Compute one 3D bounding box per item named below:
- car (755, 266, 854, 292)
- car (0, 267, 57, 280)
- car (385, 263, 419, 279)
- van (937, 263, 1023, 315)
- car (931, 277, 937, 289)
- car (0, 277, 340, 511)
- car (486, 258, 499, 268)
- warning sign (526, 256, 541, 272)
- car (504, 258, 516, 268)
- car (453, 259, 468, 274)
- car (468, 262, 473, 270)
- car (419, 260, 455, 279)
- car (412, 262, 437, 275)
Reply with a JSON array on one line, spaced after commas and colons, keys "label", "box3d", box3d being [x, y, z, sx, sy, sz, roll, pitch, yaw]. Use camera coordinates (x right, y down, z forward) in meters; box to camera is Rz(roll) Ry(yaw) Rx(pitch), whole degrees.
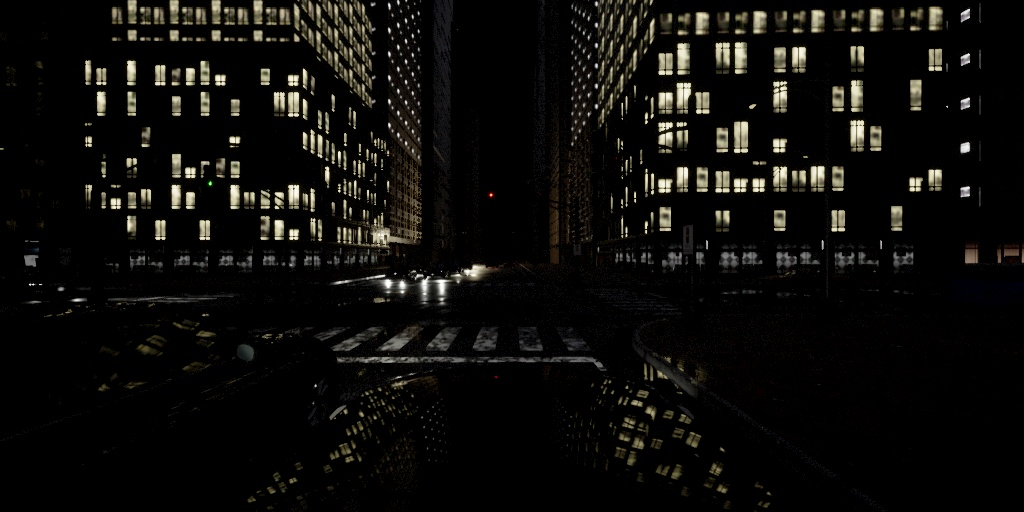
[{"label": "car", "box3d": [16.966, 1.293, 20.949, 4.829, 1.417, 1.751, 0, 0, 2]}, {"label": "car", "box3d": [-23.088, 1.250, 16.399, 4.902, 1.511, 2.128, 0, 0, 0]}, {"label": "car", "box3d": [-10.049, 1.343, 32.807, 1.994, 1.385, 4.181, 0, 0, 0]}, {"label": "van", "box3d": [18.289, 1.119, 12.786, 3.998, 1.789, 1.690, 0, 0, 2]}, {"label": "car", "box3d": [26.803, 1.357, 20.528, 4.207, 1.307, 1.802, 0, 0, 2]}, {"label": "car", "box3d": [-3.155, 1.102, 2.569, 2.097, 1.767, 4.553, 0, 0, 0]}, {"label": "car", "box3d": [-3.541, 1.214, 63.660, 2.097, 1.767, 4.553, 0, 0, -1]}, {"label": "warning sign", "box3d": [2.600, 0.910, 40.844, 1.300, 1.860, 1.060, 0, 0, 0]}, {"label": "car", "box3d": [-0.397, 1.426, 63.840, 1.994, 1.385, 4.181, 0, 0, 0]}, {"label": "car", "box3d": [-6.862, 1.277, 42.837, 1.882, 1.535, 5.008, 0, 0, 0]}, {"label": "car", "box3d": [-6.913, 1.390, 52.816, 1.994, 1.385, 4.181, 0, 0, 0]}, {"label": "car", "box3d": [-6.798, 1.305, 32.963, 1.812, 1.442, 4.674, 0, 0, 0]}, {"label": "car", "box3d": [-10.098, 1.361, 41.716, 1.994, 1.385, 4.181, 0, 0, 0]}]
